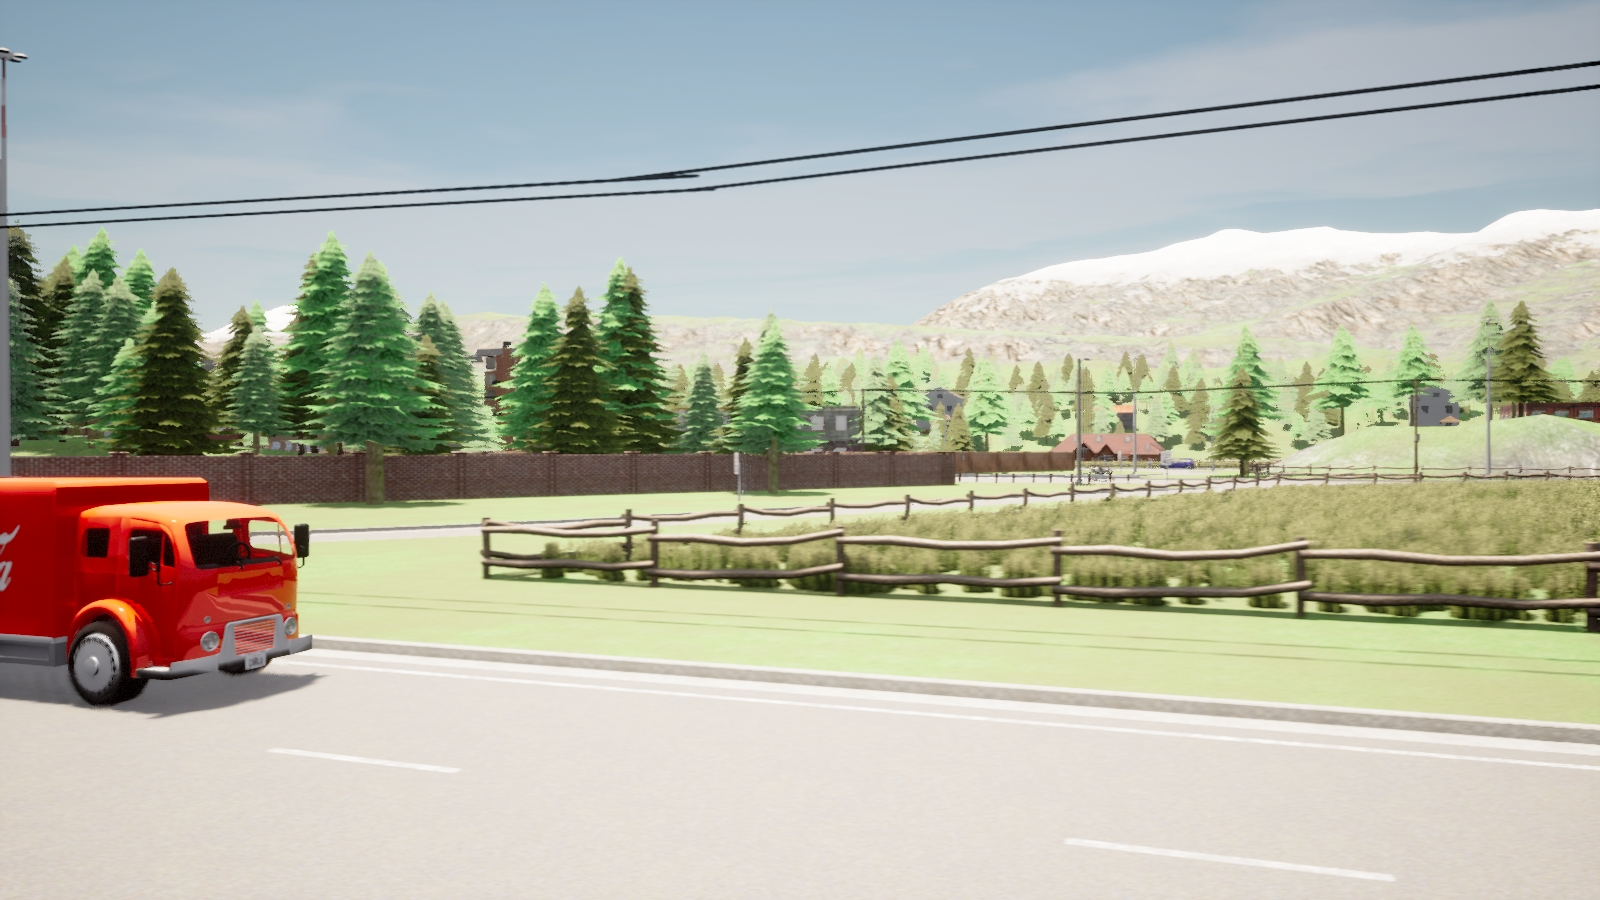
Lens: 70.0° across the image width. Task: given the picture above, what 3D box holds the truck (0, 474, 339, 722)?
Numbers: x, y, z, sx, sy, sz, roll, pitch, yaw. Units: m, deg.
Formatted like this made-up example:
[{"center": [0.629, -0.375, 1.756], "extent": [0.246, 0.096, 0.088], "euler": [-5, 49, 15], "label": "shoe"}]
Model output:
[{"center": [-8.639, 1.568, 13.893], "extent": [5.204, 2.467, 2.627], "euler": [0, 0, 20], "label": "truck"}]
